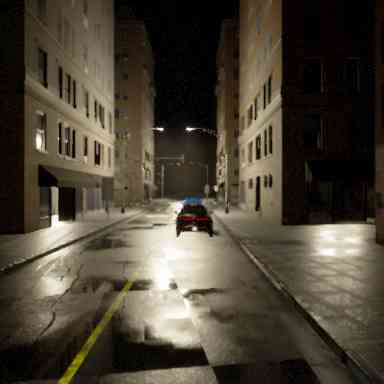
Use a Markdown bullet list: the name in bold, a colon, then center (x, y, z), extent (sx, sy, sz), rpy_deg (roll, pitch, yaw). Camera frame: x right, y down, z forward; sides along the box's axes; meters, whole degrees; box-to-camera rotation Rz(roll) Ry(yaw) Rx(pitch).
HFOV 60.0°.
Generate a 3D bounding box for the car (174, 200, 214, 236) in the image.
- **car**: center (0.105, 1.407, 17.593), extent (1.837, 1.490, 4.892), rpy_deg (0, 1, 0)
